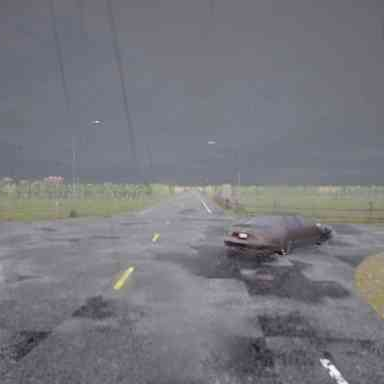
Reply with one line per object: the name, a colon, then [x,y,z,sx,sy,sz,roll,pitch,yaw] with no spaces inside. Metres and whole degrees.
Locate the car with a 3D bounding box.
car: [3.524,1.491,12.831,5.357,1.411,2.033,0,0,-44]
